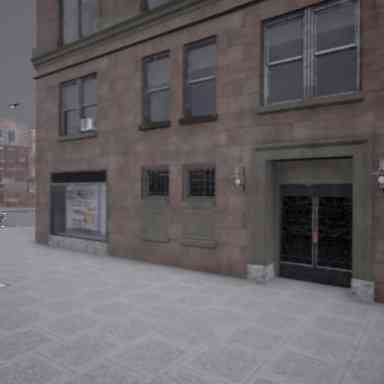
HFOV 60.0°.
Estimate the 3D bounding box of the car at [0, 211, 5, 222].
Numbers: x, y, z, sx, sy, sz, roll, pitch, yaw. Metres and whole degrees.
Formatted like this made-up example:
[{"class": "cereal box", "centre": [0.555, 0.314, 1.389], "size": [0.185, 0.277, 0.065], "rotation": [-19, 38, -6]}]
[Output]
[{"class": "car", "centre": [-14.408, 1.418, 20.743], "size": [2.128, 1.511, 4.902], "rotation": [1, 0, 35]}]
